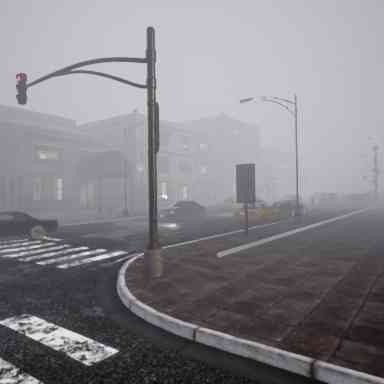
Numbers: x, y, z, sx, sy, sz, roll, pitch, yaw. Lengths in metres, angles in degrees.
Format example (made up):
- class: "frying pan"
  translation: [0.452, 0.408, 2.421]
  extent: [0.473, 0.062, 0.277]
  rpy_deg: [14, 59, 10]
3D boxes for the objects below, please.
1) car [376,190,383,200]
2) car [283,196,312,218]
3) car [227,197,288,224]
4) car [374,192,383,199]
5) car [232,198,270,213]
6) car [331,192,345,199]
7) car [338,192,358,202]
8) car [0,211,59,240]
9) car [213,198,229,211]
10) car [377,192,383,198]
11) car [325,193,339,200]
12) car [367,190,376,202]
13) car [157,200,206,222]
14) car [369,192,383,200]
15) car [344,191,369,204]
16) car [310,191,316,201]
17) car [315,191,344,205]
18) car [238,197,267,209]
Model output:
- class: "car"
  translation: [33.621, 0.570, 61.946]
  extent: [2.192, 1.841, 5.009]
  rpy_deg: [-1, 0, 36]
- class: "car"
  translation: [7.576, 1.217, 26.159]
  extent: [2.008, 1.369, 4.403]
  rpy_deg: [-1, 0, 36]
- class: "car"
  translation: [4.420, 1.242, 21.823]
  extent: [1.752, 1.417, 4.829]
  rpy_deg: [-1, 0, 36]
- class: "car"
  translation: [40.136, 0.720, 70.893]
  extent: [1.947, 1.339, 4.313]
  rpy_deg: [-1, 0, 36]
- class: "car"
  translation: [6.140, 1.318, 34.017]
  extent: [1.895, 1.301, 4.718]
  rpy_deg: [-1, 0, 36]
- class: "car"
  translation: [33.362, 0.743, 75.826]
  extent: [1.967, 1.590, 4.097]
  rpy_deg: [-1, 0, 36]
- class: "car"
  translation: [26.620, 0.868, 56.747]
  extent: [2.128, 1.511, 4.902]
  rpy_deg: [-1, 0, 36]
- class: "car"
  translation: [-8.614, 1.558, 14.815]
  extent: [1.895, 1.301, 4.718]
  rpy_deg: [-1, 0, 44]
- class: "car"
  translation: [3.960, 1.290, 35.428]
  extent: [1.752, 1.417, 4.829]
  rpy_deg: [-1, 0, 36]
- class: "car"
  translation: [43.217, 0.652, 75.115]
  extent: [1.887, 1.381, 4.507]
  rpy_deg: [-1, 0, 36]
- class: "car"
  translation: [30.107, 0.935, 71.353]
  extent: [1.802, 1.307, 4.206]
  rpy_deg: [-1, 0, 36]
- class: "car"
  translation: [27.023, 0.860, 52.117]
  extent: [1.837, 1.490, 4.892]
  rpy_deg: [-1, 0, 36]
- class: "car"
  translation: [-0.711, 1.352, 24.616]
  extent: [1.812, 1.442, 4.674]
  rpy_deg: [-1, 0, 36]
- class: "car"
  translation: [36.880, 0.770, 66.420]
  extent: [1.947, 1.339, 4.313]
  rpy_deg: [-1, 0, 36]
- class: "car"
  translation: [22.899, 0.898, 46.460]
  extent: [1.882, 1.535, 5.008]
  rpy_deg: [-1, 0, 36]
- class: "car"
  translation: [23.592, 0.769, 62.406]
  extent: [2.192, 1.841, 5.009]
  rpy_deg: [-1, 0, 36]
- class: "car"
  translation: [19.535, 0.841, 47.004]
  extent: [2.097, 1.767, 4.553]
  rpy_deg: [-1, 0, 36]
- class: "car"
  translation: [7.316, 1.293, 40.039]
  extent: [1.802, 1.307, 4.206]
  rpy_deg: [-1, 0, 36]
